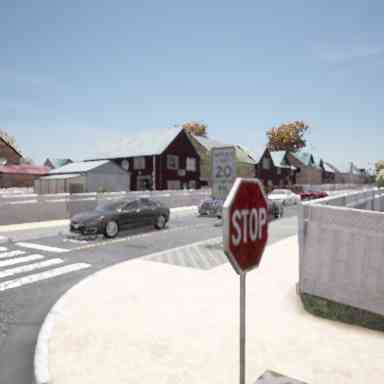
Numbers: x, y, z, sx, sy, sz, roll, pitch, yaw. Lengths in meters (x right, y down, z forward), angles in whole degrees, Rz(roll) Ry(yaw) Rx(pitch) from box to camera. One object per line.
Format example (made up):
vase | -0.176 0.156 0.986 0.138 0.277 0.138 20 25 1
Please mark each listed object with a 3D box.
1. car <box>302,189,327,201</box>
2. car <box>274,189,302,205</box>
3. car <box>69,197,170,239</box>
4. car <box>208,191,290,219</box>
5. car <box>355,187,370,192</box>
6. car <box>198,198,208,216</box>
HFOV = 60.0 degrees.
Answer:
car | 13.927 0.306 38.166 1.895 1.301 4.718 0 2 36
car | 7.957 0.505 29.802 1.812 1.442 4.674 0 2 36
car | -2.948 0.992 14.428 1.837 1.490 4.892 0 2 35
car | 3.273 0.860 17.993 2.033 1.411 5.357 0 2 34
car | 25.879 -0.130 49.995 1.895 1.301 4.718 0 2 35
car | 2.284 0.595 21.805 2.097 1.767 4.553 0 2 35
